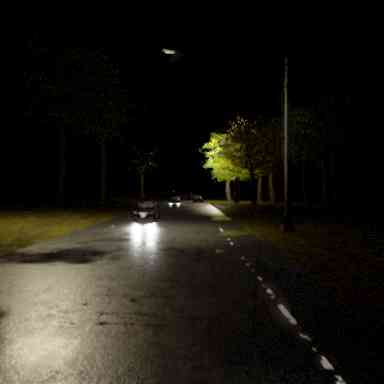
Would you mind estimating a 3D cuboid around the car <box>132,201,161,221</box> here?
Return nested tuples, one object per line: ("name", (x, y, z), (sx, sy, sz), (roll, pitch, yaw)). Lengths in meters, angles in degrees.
("car", (-3.598, 1.508, 26.991), (2.128, 1.511, 4.902), (0, 0, 0))

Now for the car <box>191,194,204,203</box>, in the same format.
("car", (1.226, 1.438, 65.798), (1.812, 1.442, 4.674), (0, 0, 0))

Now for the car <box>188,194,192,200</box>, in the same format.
("car", (0.002, 1.337, 83.599), (1.994, 1.385, 4.181), (0, 0, 0))

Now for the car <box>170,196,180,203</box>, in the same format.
("car", (-3.501, 1.533, 67.588), (1.895, 1.301, 4.718), (0, 0, 0))
